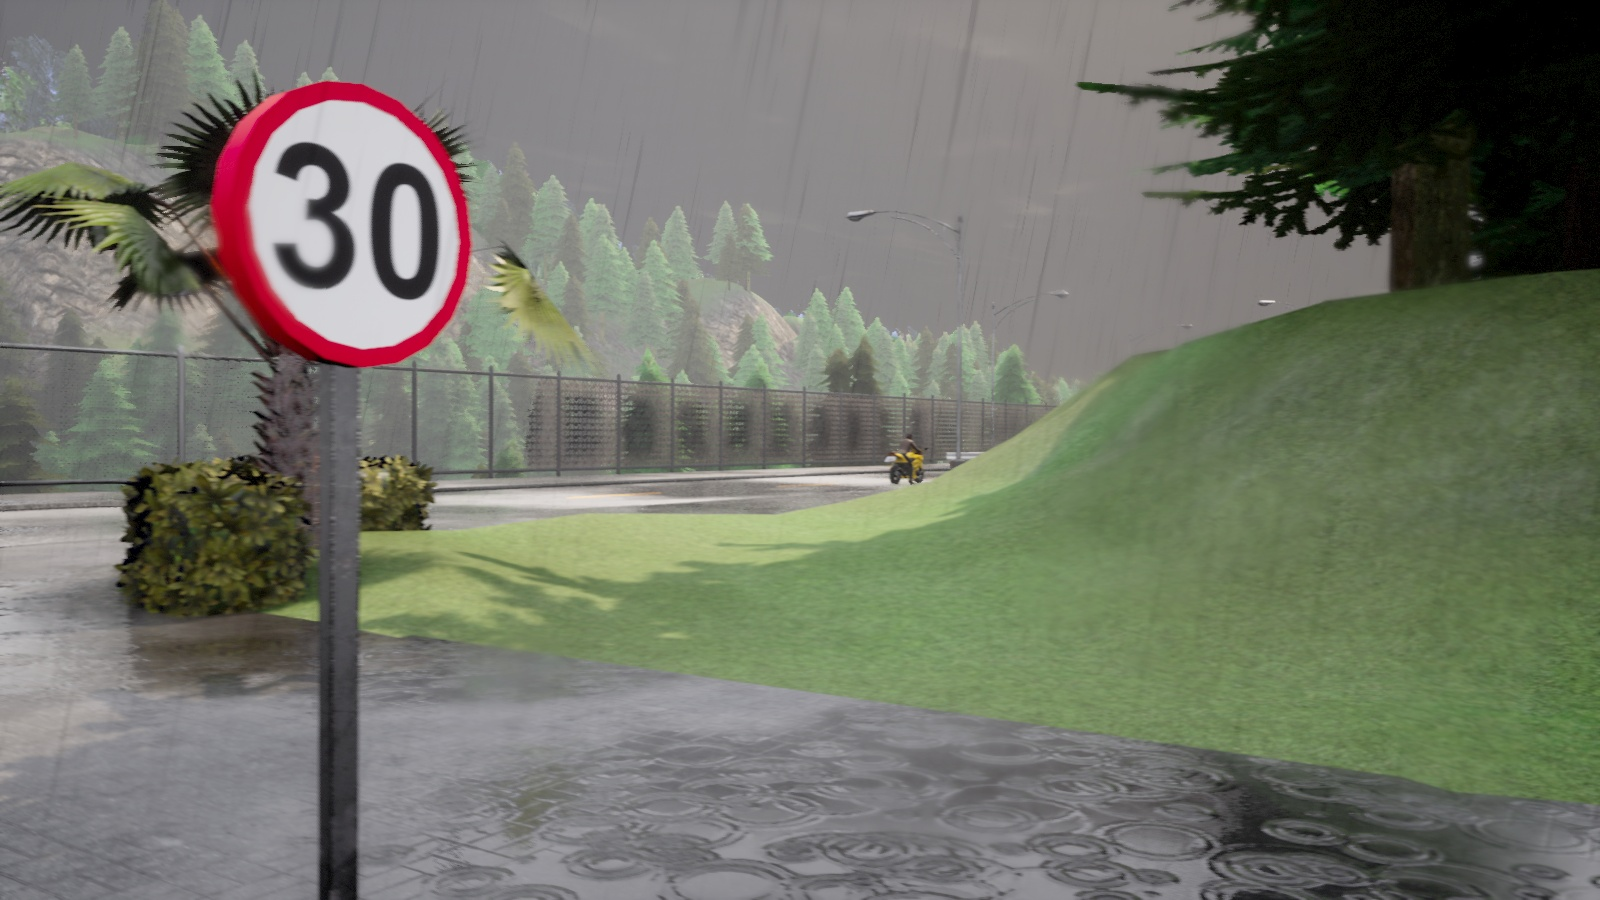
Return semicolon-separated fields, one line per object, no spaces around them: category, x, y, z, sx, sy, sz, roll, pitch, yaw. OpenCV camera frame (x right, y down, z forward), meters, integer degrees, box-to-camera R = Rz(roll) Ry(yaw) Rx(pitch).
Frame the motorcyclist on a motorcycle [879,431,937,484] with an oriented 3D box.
motorcyclist on a motorcycle;3.198;0.208;36.944;0.797;1.523;2.044;0;1;34
